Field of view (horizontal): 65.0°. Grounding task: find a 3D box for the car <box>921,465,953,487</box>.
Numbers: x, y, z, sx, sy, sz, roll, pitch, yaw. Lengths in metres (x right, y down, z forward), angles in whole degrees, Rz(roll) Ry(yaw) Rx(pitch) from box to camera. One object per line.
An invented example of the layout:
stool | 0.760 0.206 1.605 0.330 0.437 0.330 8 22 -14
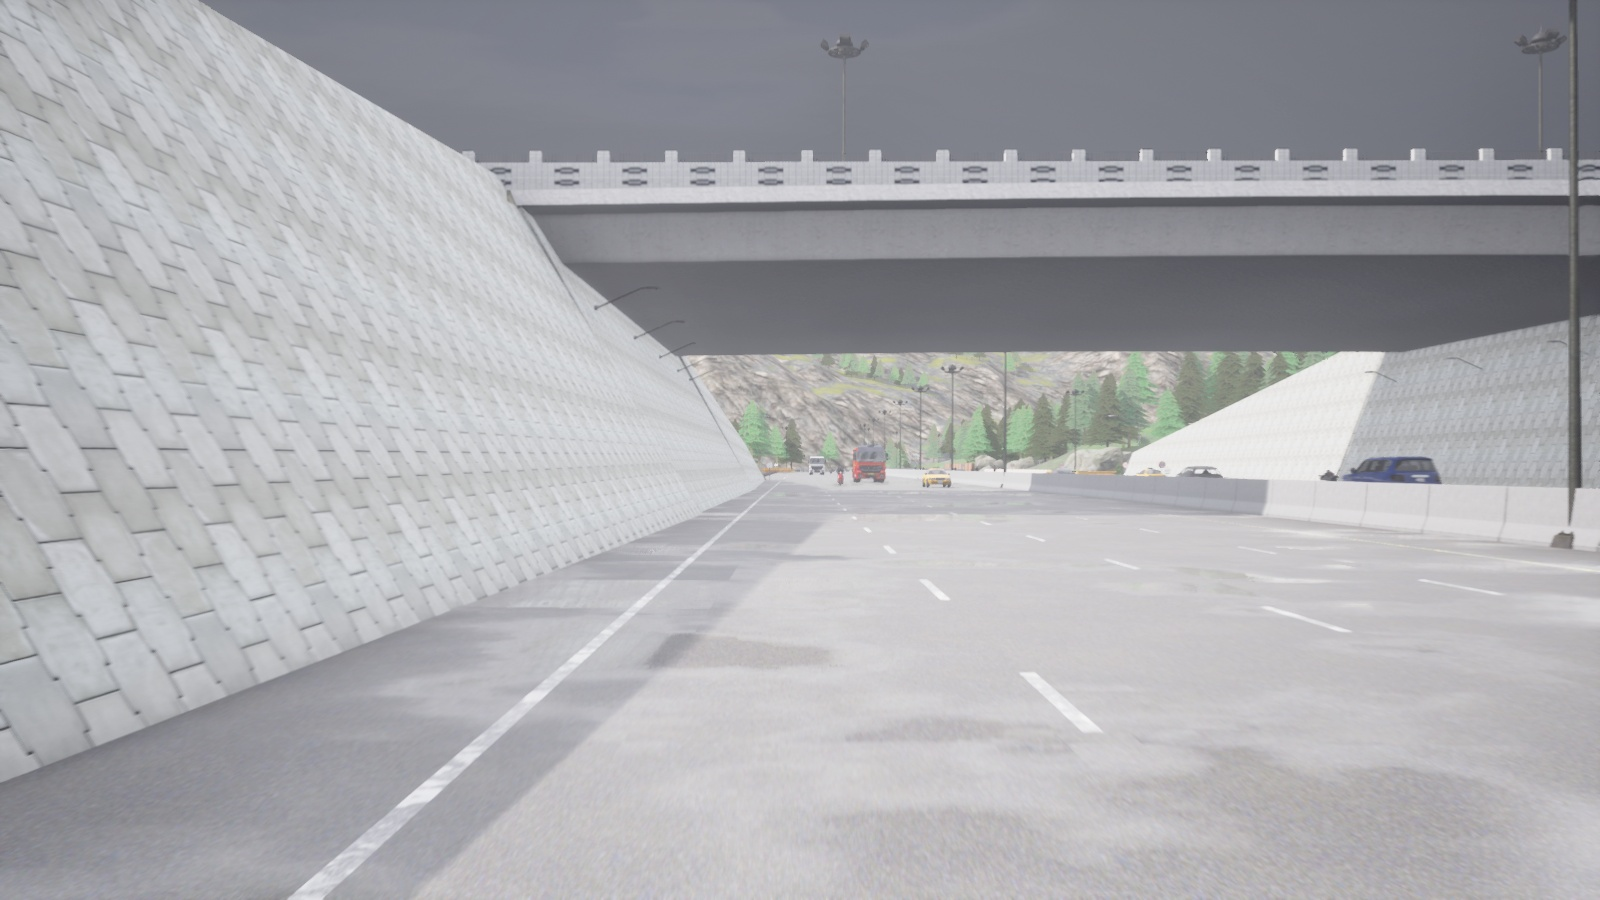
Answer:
car | 10.311 1.949 95.060 1.801 1.575 5.366 0 -1 0

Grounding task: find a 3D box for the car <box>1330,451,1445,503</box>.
car | 24.375 1.114 52.360 2.150 2.045 5.566 0 -1 0

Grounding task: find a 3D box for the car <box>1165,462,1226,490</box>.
car | 24.333 1.567 77.412 2.242 1.667 4.611 0 -1 0
